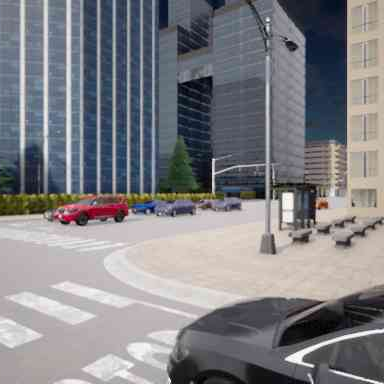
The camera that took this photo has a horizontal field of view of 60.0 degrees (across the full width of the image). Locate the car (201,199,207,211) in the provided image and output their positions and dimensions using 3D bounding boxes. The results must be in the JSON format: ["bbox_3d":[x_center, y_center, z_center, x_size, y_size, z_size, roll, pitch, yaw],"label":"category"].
[{"bbox_3d":[1.762,1.570,42.457,1.812,1.442,4.674,0,0,36],"label":"car"}]

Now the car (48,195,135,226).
[{"bbox_3d":[-7.071,1.268,24.148,2.150,2.045,5.566,0,0,36],"label":"car"}]

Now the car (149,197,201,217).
[{"bbox_3d":[-1.570,1.398,31.826,2.097,1.767,4.553,0,0,36],"label":"car"}]

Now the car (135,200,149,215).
[{"bbox_3d":[-4.066,1.522,34.353,1.882,1.535,5.008,0,0,36],"label":"car"}]

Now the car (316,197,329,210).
[{"bbox_3d":[16.664,1.402,44.521,2.097,1.767,4.553,0,0,39],"label":"car"}]

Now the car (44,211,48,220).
[{"bbox_3d":[-9.493,1.570,26.763,1.812,1.442,4.674,0,0,36],"label":"car"}]

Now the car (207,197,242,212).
[{"bbox_3d":[4.163,1.398,39.803,2.097,1.767,4.553,0,0,36],"label":"car"}]

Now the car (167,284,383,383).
[{"bbox_3d":[1.999,1.506,2.541,4.892,1.490,1.837,0,0,36],"label":"car"}]
